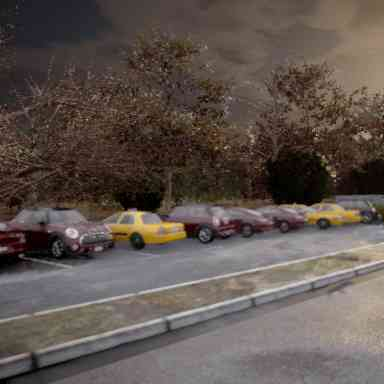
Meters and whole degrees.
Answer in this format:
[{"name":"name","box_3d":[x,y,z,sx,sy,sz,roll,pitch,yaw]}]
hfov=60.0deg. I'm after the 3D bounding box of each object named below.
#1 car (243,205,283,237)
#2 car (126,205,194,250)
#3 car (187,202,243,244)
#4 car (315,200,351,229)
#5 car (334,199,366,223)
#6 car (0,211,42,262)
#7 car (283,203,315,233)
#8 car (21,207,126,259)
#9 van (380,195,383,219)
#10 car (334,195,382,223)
[{"name":"car","box_3d":[2.114,1.535,17.906,4.674,1.452,2.002,-1,-1,33]},{"name":"car","box_3d":[-2.783,1.500,14.457,5.366,1.575,1.946,-1,0,34]},{"name":"car","box_3d":[-0.229,1.372,16.108,4.553,1.767,2.185,-1,-1,33]},{"name":"car","box_3d":[6.965,1.484,21.426,5.366,1.575,1.946,-1,-1,32]},{"name":"car","box_3d":[8.981,1.487,23.443,5.366,1.575,1.946,-1,-1,32]},{"name":"car","box_3d":[-7.404,1.505,10.853,5.008,1.535,2.097,-1,-1,34]},{"name":"car","box_3d":[4.466,1.533,19.705,4.674,1.452,2.002,-1,-1,33]},{"name":"car","box_3d":[-5.036,1.378,12.623,4.553,1.767,2.185,-1,-1,34]},{"name":"van","box_3d":[13.868,1.255,26.981,4.442,1.987,1.878,-1,-1,31]},{"name":"car","box_3d":[11.486,1.359,25.166,4.553,1.767,2.185,-1,0,32]}]
